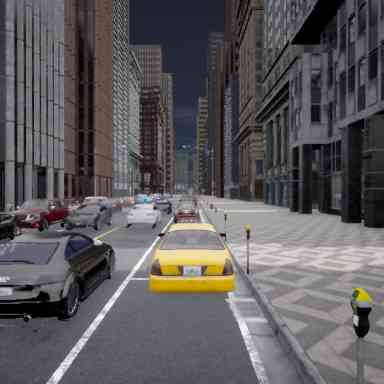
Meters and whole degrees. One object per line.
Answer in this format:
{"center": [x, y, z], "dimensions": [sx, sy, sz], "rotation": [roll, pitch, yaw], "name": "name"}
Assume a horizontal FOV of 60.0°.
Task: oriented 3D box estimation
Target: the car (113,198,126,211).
{"center": [-8.911, 1.439, 36.617], "dimensions": [1.967, 1.590, 4.097], "rotation": [0, 0, 0], "name": "car"}

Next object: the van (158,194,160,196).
{"center": [-8.912, 1.345, 76.073], "dimensions": [1.690, 1.788, 3.998], "rotation": [0, 0, 0], "name": "van"}

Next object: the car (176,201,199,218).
{"center": [-0.385, 1.565, 30.990], "dimensions": [1.947, 1.339, 4.313], "rotation": [0, 0, 0], "name": "car"}

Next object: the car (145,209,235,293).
{"center": [0.005, 1.456, 8.840], "dimensions": [1.801, 1.575, 5.366], "rotation": [0, 0, 0], "name": "car"}

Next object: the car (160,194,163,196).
{"center": [-8.911, 1.447, 81.710], "dimensions": [1.967, 1.590, 4.097], "rotation": [0, 0, 0], "name": "car"}

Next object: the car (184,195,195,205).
{"center": [-0.386, 1.439, 59.171], "dimensions": [1.967, 1.590, 4.097], "rotation": [0, 0, 0], "name": "car"}

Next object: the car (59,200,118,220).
{"center": [-6.245, 1.504, 20.670], "dimensions": [1.837, 1.490, 4.892], "rotation": [0, 0, 0], "name": "car"}

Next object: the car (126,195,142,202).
{"center": [-8.911, 1.439, 47.891], "dimensions": [1.967, 1.590, 4.097], "rotation": [0, 0, 0], "name": "car"}

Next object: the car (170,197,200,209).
{"center": [-0.386, 1.439, 25.353], "dimensions": [1.967, 1.590, 4.097], "rotation": [0, 0, 0], "name": "car"}

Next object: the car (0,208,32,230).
{"center": [-8.910, 1.565, 14.070], "dimensions": [1.947, 1.339, 4.313], "rotation": [0, 0, 0], "name": "car"}

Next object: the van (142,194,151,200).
{"center": [-8.911, 1.340, 59.164], "dimensions": [1.690, 1.788, 3.998], "rotation": [0, 0, 0], "name": "van"}

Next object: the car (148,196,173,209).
{"center": [-3.049, 1.490, 35.094], "dimensions": [2.128, 1.511, 4.902], "rotation": [0, 0, 0], "name": "car"}

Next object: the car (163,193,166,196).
{"center": [-8.912, 1.324, 87.347], "dimensions": [2.192, 1.841, 5.009], "rotation": [0, 0, 0], "name": "car"}

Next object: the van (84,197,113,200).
{"center": [-8.911, 1.340, 30.980], "dimensions": [1.690, 1.788, 3.998], "rotation": [0, 0, 0], "name": "van"}

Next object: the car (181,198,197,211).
{"center": [-0.385, 1.544, 42.263], "dimensions": [1.887, 1.381, 4.507], "rotation": [0, 0, 0], "name": "car"}

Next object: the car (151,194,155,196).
{"center": [-8.911, 1.526, 64.631], "dimensions": [1.752, 1.417, 4.829], "rotation": [0, 0, 0], "name": "car"}

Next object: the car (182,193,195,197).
{"center": [-0.386, 1.314, 36.627], "dimensions": [2.192, 1.841, 5.009], "rotation": [0, 0, 0], "name": "car"}

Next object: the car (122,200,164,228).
{"center": [-3.144, 1.525, 22.264], "dimensions": [1.812, 1.442, 4.674], "rotation": [0, 0, 0], "name": "car"}

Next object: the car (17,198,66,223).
{"center": [-8.911, 1.314, 19.706], "dimensions": [2.192, 1.841, 5.009], "rotation": [0, 0, 0], "name": "car"}

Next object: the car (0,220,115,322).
{"center": [-3.047, 1.563, 7.341], "dimensions": [1.994, 1.385, 4.181], "rotation": [0, 0, 0], "name": "car"}

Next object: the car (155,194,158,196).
{"center": [-8.911, 1.553, 70.437], "dimensions": [2.008, 1.369, 4.403], "rotation": [0, 0, 0], "name": "car"}

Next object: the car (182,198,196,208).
{"center": [-0.385, 1.565, 47.899], "dimensions": [1.947, 1.339, 4.313], "rotation": [0, 0, 0], "name": "car"}
